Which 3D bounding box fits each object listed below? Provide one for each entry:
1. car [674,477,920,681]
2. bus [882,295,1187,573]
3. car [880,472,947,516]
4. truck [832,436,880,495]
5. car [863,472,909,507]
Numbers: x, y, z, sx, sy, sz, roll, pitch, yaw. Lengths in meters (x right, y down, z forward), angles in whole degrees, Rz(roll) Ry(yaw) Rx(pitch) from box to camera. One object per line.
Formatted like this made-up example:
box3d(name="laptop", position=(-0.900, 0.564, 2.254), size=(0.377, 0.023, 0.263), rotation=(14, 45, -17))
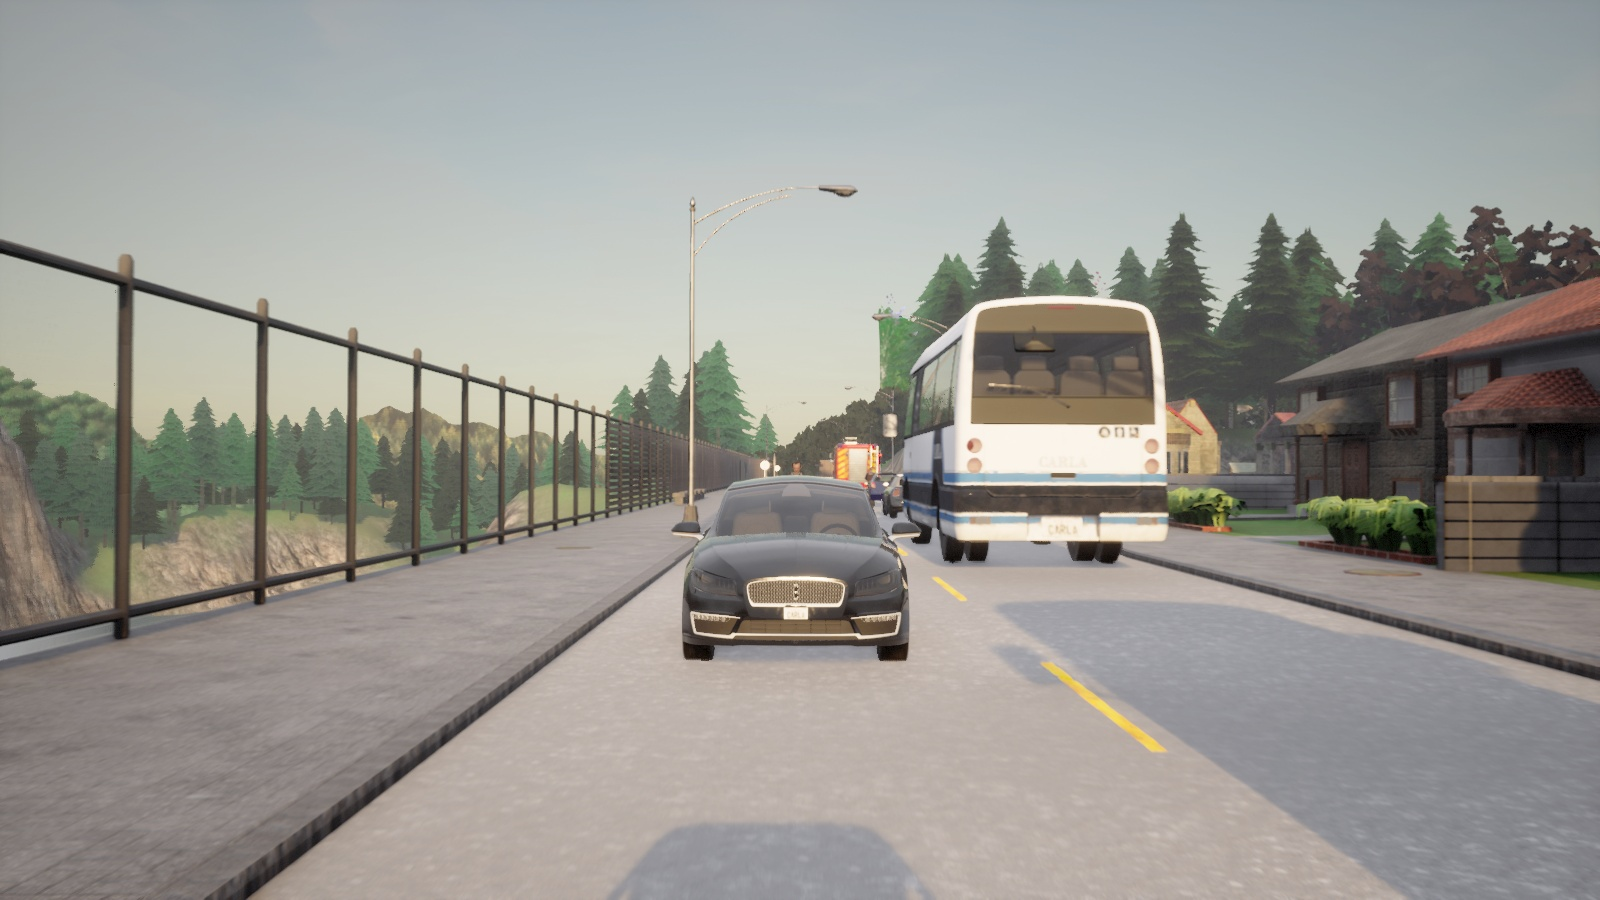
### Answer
box3d(name="car", position=(-0.029, 1.018, 11.849), size=(1.837, 1.490, 4.892), rotation=(0, -1, 0))
box3d(name="bus", position=(3.935, -0.169, 24.416), size=(3.944, 4.253, 10.273), rotation=(0, -1, 0))
box3d(name="car", position=(3.894, 1.496, 43.668), size=(1.970, 1.475, 3.806), rotation=(0, -1, 0))
box3d(name="truck", position=(3.792, 1.090, 86.936), size=(2.891, 3.827, 8.468), rotation=(0, -1, 0))
box3d(name="car", position=(3.862, 1.765, 56.890), size=(1.845, 1.501, 3.633), rotation=(0, -1, 0))
